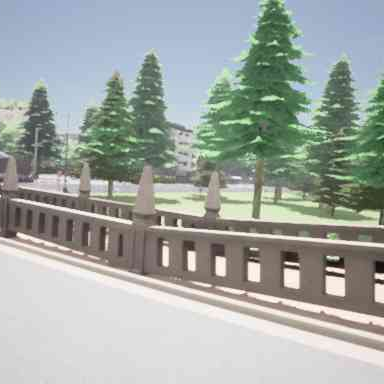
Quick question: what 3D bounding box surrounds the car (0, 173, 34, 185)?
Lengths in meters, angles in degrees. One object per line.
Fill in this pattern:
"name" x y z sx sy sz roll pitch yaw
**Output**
"car" -22.124 -1.623 40.285 2.033 1.411 5.357 6 4 37
